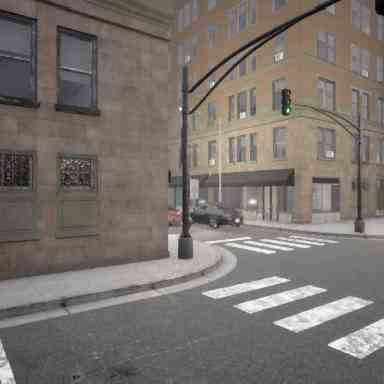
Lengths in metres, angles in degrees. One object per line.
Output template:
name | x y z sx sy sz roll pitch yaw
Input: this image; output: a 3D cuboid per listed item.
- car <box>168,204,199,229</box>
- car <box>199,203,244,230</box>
car | -1.868 1.427 19.848 1.812 1.442 4.674 0 0 -36
car | 1.219 1.433 20.595 1.812 1.442 4.674 0 0 -36
